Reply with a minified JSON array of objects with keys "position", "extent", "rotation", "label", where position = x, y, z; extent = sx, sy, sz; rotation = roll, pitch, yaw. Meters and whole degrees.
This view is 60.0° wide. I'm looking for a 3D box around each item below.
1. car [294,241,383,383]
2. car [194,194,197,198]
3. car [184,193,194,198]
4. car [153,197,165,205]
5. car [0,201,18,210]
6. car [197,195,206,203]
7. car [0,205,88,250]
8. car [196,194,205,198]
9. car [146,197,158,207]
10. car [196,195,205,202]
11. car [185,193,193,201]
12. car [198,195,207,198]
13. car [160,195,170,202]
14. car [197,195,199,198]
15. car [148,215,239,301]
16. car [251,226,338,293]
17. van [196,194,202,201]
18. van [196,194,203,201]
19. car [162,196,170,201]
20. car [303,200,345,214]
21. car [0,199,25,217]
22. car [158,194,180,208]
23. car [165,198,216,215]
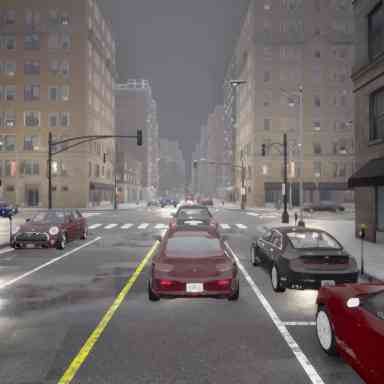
[{"position":[2.666,1.545,3.176],"extent":[1.887,1.381,4.507],"rotation":[0,0,0],"label":"car"},{"position":[2.175,1.398,69.114],"extent":[2.192,1.841,5.009],"rotation":[0,0,-1],"label":"car"},{"position":[-0.625,1.341,79.317],"extent":[2.150,2.045,5.566],"rotation":[0,0,-1],"label":"car"},{"position":[-6.282,1.613,63.506],"extent":[1.887,1.381,4.507],"rotation":[0,0,-1],"label":"car"},{"position":[-17.181,1.123,26.855],"extent":[5.566,2.045,2.150],"rotation":[0,0,0],"label":"car"},{"position":[2.105,1.540,74.621],"extent":[1.967,1.590,4.097],"rotation":[0,0,-1],"label":"car"},{"position":[-5.893,1.445,14.129],"extent":[1.967,1.590,4.097],"rotation":[0,0,0],"label":"car"},{"position":[2.240,1.594,63.777],"extent":[1.752,1.417,4.829],"rotation":[0,0,-1],"label":"car"},{"position":[-6.144,1.595,52.490],"extent":[2.008,1.369,4.403],"rotation":[0,0,-1],"label":"car"},{"position":[2.036,1.559,80.126],"extent":[1.967,1.590,4.097],"rotation":[0,0,-1],"label":"car"},{"position":[-0.759,1.382,90.035],"extent":[2.150,2.045,5.566],"rotation":[0,0,-1],"label":"car"},{"position":[2.380,1.590,52.593],"extent":[1.887,1.381,4.507],"rotation":[0,0,-1],"label":"car"},{"position":[-6.488,1.558,80.029],"extent":[1.967,1.590,4.097],"rotation":[0,0,-1],"label":"car"},{"position":[2.312,1.622,58.100],"extent":[1.947,1.339,4.313],"rotation":[0,0,-1],"label":"car"},{"position":[0.010,1.528,8.202],"extent":[1.812,1.442,4.674],"rotation":[0,0,-1],"label":"car"},{"position":[2.649,1.553,8.667],"extent":[2.008,1.369,4.403],"rotation":[0,0,0],"label":"car"},{"position":[1.899,1.503,91.141],"extent":[1.690,1.788,3.998],"rotation":[0,0,-1],"label":"van"},{"position":[1.968,1.480,85.634],"extent":[1.690,1.788,3.998],"rotation":[0,0,-1],"label":"van"},{"position":[-6.558,1.721,85.536],"extent":[1.802,1.307,4.206],"rotation":[0,0,-1],"label":"car"},{"position":[14.598,1.647,37.093],"extent":[4.674,1.442,1.812],"rotation":[0,0,1],"label":"car"},{"position":[-18.061,1.416,30.095],"extent":[4.902,1.511,2.128],"rotation":[0,0,-1],"label":"car"},{"position":[-3.349,1.261,49.250],"extent":[2.150,2.045,5.566],"rotation":[0,0,-1],"label":"car"},{"position":[0.051,1.358,15.506],"extent":[2.097,1.767,4.553],"rotation":[0,0,0],"label":"car"}]
